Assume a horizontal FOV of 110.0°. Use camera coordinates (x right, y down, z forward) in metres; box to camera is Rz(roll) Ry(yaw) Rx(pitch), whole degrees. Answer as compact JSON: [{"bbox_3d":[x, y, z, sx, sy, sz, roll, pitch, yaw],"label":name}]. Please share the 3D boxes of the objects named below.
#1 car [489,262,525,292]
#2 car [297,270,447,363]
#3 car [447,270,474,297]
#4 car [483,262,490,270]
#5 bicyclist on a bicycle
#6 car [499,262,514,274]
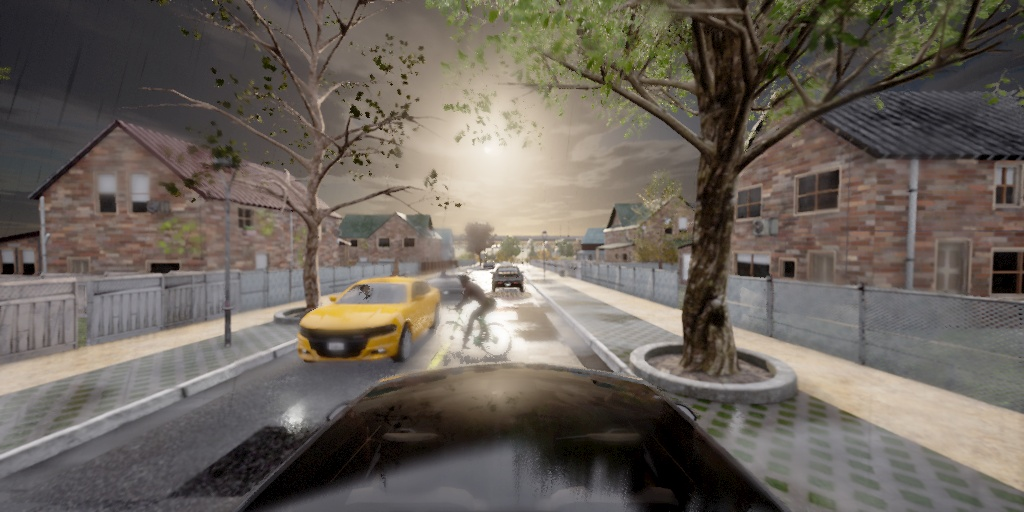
[{"bbox_3d":[-0.268,1.332,22.202,1.837,1.490,4.892,0,0,-1],"label":"car"},{"bbox_3d":[-2.958,1.252,8.460,1.882,1.535,5.008,0,0,-1],"label":"car"},{"bbox_3d":[-3.151,1.416,19.141,1.895,1.301,4.718,0,0,-1],"label":"car"},{"bbox_3d":[-3.923,1.634,61.197,1.895,1.301,4.718,0,0,-1],"label":"car"},{"bbox_3d":[-0.782,1.198,7.152,1.656,1.620,0.582,-2,-1,21],"label":"bicyclist on a bicycle"},{"bbox_3d":[-0.729,1.477,46.678,1.812,1.442,4.674,0,0,-1],"label":"car"}]
